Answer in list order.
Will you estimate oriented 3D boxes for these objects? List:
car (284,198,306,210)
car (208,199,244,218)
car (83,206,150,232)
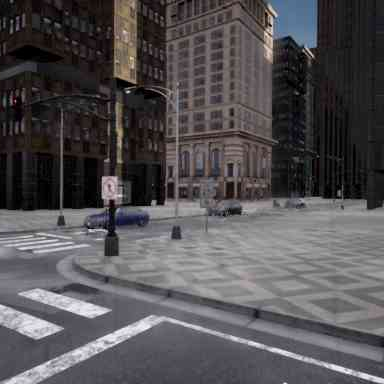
[{"bbox_3d":[15.270,1.625,49.253,2.097,1.767,4.553,1,0,36],"label":"car"},{"bbox_3d":[3.230,1.516,32.355,2.097,1.767,4.553,1,0,35],"label":"car"},{"bbox_3d":[-4.644,1.607,21.222,1.812,1.442,4.674,1,0,35],"label":"car"}]
